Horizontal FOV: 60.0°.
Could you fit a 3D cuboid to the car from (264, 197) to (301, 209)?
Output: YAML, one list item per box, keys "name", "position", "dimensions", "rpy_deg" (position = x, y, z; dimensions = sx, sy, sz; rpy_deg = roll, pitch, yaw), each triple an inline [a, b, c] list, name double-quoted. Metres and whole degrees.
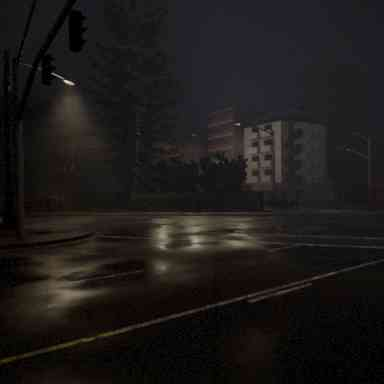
- name: "car"
  position: [9.948, 1.246, 38.031]
  dimensions: [1.895, 1.301, 4.718]
  rpy_deg: [-1, 1, -35]

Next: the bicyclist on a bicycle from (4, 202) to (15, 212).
- name: "bicyclist on a bicycle"
  position: [-18.139, 1.354, 33.180]
  dimensions: [0.582, 1.620, 1.656]
  rpy_deg: [-1, 1, 9]
